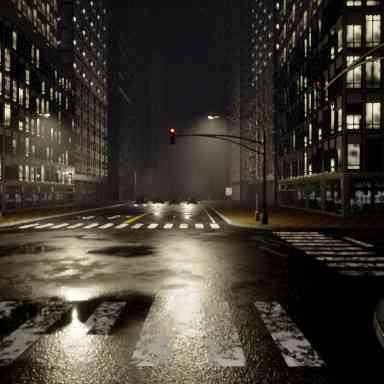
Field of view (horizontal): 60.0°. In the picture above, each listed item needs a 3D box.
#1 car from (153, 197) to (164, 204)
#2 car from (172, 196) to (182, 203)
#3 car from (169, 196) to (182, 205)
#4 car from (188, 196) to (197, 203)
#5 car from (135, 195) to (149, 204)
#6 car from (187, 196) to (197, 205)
[{"bbox_3d":[-6.432,1.679,64.315,1.994,1.385,4.181,0,0,0],"label":"car"},{"bbox_3d":[-3.176,1.522,70.145,1.994,1.385,4.181,0,0,0],"label":"car"},{"bbox_3d":[-3.187,1.646,59.727,2.033,1.411,5.357,0,0,0],"label":"car"},{"bbox_3d":[0.075,1.583,70.588,1.895,1.301,4.718,0,0,0],"label":"car"},{"bbox_3d":[-9.682,1.468,64.349,2.097,1.767,4.553,0,0,0],"label":"car"},{"bbox_3d":[0.064,1.648,60.140,2.033,1.411,5.357,0,0,0],"label":"car"}]
